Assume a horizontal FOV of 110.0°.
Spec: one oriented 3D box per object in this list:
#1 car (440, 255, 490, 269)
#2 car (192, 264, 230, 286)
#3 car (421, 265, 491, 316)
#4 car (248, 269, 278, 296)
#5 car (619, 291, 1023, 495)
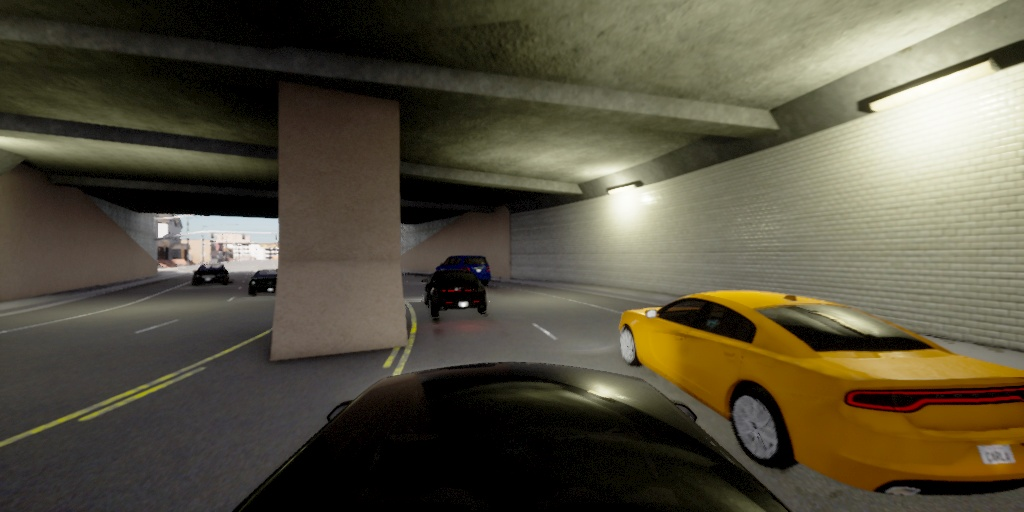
[{"bbox_3d":[-3.417,0.983,24.071,2.150,2.045,5.566,0,0,-31],"label":"car"},{"bbox_3d":[-22.238,1.337,26.588,2.128,1.511,4.902,0,0,-35],"label":"car"},{"bbox_3d":[-2.252,1.263,13.538,1.837,1.490,4.892,0,0,-18],"label":"car"},{"bbox_3d":[-13.433,1.408,20.056,1.895,1.301,4.718,0,0,-33],"label":"car"},{"bbox_3d":[3.131,1.213,4.936,1.882,1.535,5.008,0,0,-5],"label":"car"}]
